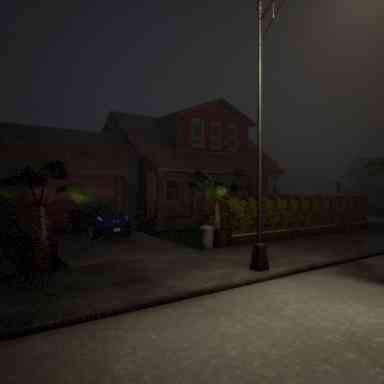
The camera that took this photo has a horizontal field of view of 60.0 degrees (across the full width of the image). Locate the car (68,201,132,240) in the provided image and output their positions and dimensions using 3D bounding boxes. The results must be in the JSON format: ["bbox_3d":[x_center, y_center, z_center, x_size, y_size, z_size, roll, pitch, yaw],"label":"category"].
[{"bbox_3d":[-4.076,1.174,14.562,1.845,1.501,3.633,0,0,-38],"label":"car"}]

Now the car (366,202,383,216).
[{"bbox_3d":[16.911,1.564,29.634,1.994,1.385,4.181,0,0,-35],"label":"car"}]
